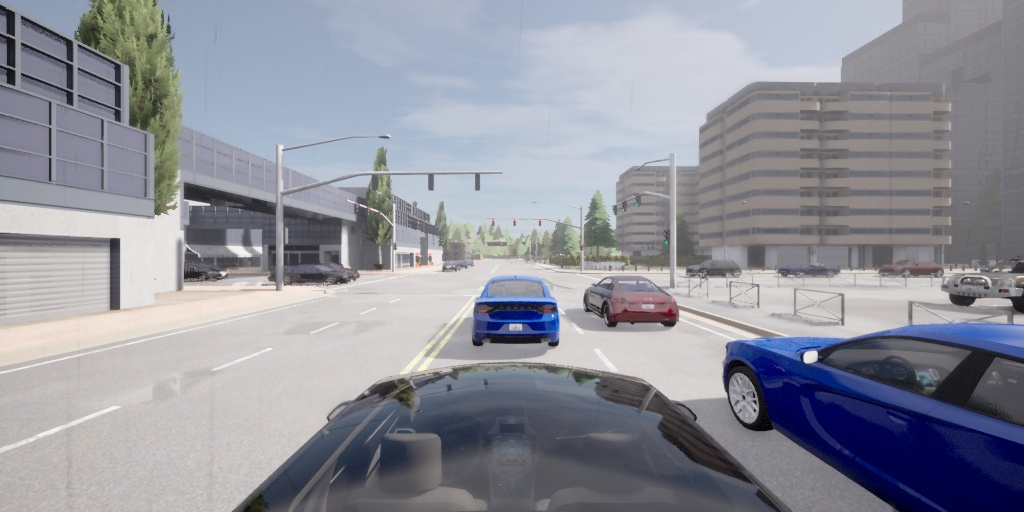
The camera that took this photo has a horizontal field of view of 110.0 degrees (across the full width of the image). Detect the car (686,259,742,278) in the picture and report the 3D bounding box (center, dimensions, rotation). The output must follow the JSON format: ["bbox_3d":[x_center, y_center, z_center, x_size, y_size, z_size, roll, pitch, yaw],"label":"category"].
[{"bbox_3d":[18.684,1.102,33.376,4.553,1.767,2.097,0,0,-1],"label":"car"}]

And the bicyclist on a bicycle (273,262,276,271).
[{"bbox_3d":[-25.843,1.053,39.622,0.582,1.620,1.656,0,0,-1],"label":"bicyclist on a bicycle"}]

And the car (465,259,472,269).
[{"bbox_3d":[-7.991,1.314,56.761,1.994,1.385,4.181,0,0,-1],"label":"car"}]

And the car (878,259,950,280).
[{"bbox_3d":[37.467,1.102,33.749,4.553,1.767,2.097,0,0,-1],"label":"car"}]

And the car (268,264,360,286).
[{"bbox_3d":[-13.756,1.297,24.815,5.357,1.411,2.033,0,0,-1],"label":"car"}]

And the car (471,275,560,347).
[{"bbox_3d":[0.093,1.228,9.408,1.882,1.535,5.008,0,0,0],"label":"car"}]

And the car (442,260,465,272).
[{"bbox_3d":[-7.851,1.241,46.801,2.128,1.511,4.902,0,0,0],"label":"car"}]

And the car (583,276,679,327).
[{"bbox_3d":[3.602,1.314,11.541,1.994,1.385,4.181,0,0,0],"label":"car"}]

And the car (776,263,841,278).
[{"bbox_3d":[27.671,1.351,33.562,4.718,1.301,1.895,0,0,-1],"label":"car"}]

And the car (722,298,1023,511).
[{"bbox_3d":[3.603,1.228,2.557,1.882,1.535,5.008,0,0,0],"label":"car"}]

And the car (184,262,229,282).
[{"bbox_3d":[-25.102,1.242,28.147,4.902,1.511,2.128,0,0,-1],"label":"car"}]
